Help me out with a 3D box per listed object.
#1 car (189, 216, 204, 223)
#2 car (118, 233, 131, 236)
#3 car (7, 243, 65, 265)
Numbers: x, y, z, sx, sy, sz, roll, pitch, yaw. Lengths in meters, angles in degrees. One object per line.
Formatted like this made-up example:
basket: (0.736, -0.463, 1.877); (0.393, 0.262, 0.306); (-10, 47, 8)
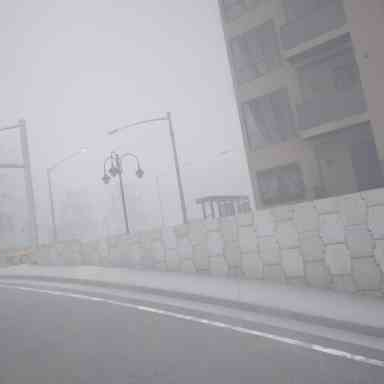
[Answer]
car: (1.692, 4.327, 44.600); (2.150, 2.045, 5.566); (-14, -8, 35)
car: (-7.891, 5.451, 37.475); (1.895, 1.301, 4.718); (-14, -8, 35)
car: (-13.722, 5.358, 29.535); (1.882, 1.535, 5.008); (-14, -8, 35)
